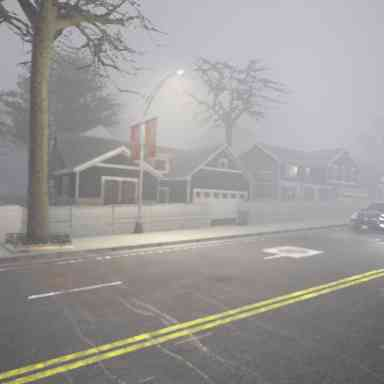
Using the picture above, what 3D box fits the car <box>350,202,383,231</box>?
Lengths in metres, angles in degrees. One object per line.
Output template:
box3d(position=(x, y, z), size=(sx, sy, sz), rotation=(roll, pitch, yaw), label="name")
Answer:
box3d(position=(11.474, 1.385, 19.856), size=(4.553, 1.767, 2.097), rotation=(0, 0, -35), label="car")
